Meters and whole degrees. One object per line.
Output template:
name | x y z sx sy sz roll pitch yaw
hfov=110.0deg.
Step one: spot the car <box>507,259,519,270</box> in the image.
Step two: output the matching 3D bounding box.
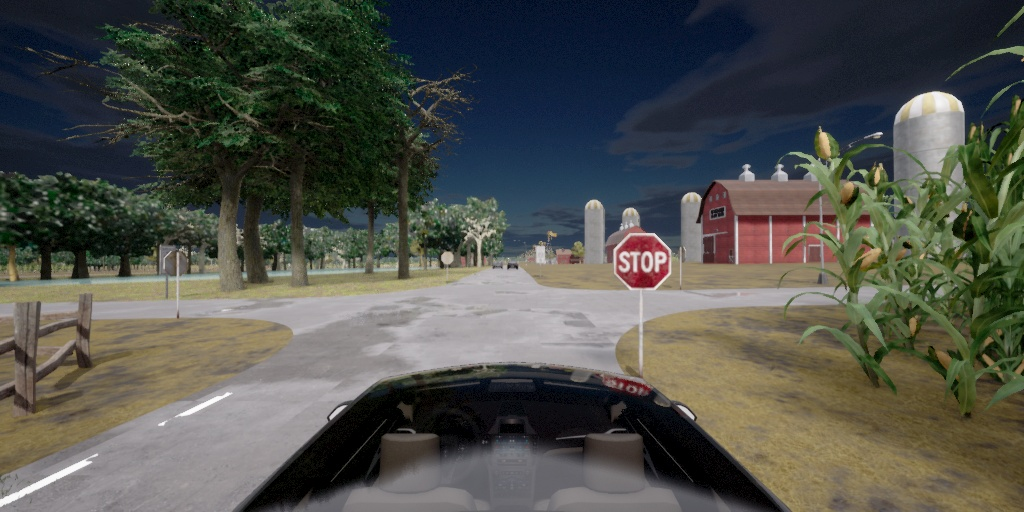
car | 0.126 1.565 61.288 1.882 1.535 5.008 0 -1 0
